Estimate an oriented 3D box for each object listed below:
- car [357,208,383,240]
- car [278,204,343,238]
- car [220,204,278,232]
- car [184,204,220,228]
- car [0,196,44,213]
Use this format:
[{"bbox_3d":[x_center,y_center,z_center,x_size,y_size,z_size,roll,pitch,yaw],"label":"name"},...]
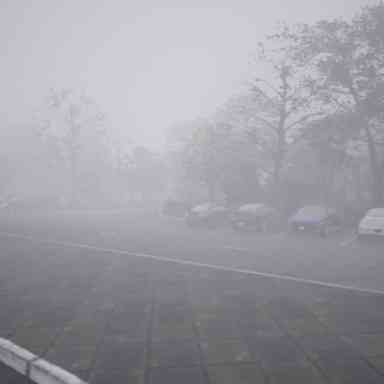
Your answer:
[{"bbox_3d":[9.214,1.491,15.965,2.002,1.452,4.674,0,0,36],"label":"car"},{"bbox_3d":[6.657,1.444,17.802,2.097,1.535,5.008,0,0,36],"label":"car"},{"bbox_3d":[3.987,1.437,19.696,2.231,1.521,4.892,0,0,36],"label":"car"},{"bbox_3d":[1.323,1.468,21.602,2.002,1.452,4.674,0,0,36],"label":"car"},{"bbox_3d":[-18.459,1.246,35.777,2.185,1.767,4.553,0,0,35],"label":"car"}]
